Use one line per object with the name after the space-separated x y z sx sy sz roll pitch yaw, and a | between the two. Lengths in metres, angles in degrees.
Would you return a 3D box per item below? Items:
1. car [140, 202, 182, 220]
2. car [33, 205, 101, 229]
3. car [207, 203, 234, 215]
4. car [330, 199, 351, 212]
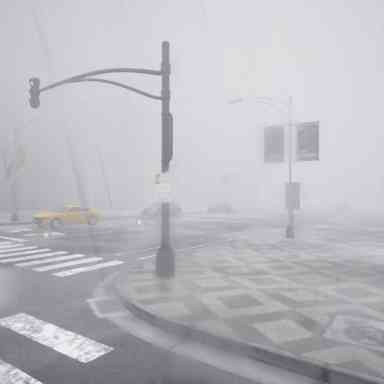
-2.980 1.733 32.467 2.097 1.767 4.553 0 -1 35 | car
-8.924 1.710 24.080 1.882 1.535 5.008 0 -1 34 | car
3.642 2.112 41.824 1.994 1.385 4.181 0 -1 35 | car
24.502 2.379 54.139 2.128 1.511 4.902 0 -1 35 | car
